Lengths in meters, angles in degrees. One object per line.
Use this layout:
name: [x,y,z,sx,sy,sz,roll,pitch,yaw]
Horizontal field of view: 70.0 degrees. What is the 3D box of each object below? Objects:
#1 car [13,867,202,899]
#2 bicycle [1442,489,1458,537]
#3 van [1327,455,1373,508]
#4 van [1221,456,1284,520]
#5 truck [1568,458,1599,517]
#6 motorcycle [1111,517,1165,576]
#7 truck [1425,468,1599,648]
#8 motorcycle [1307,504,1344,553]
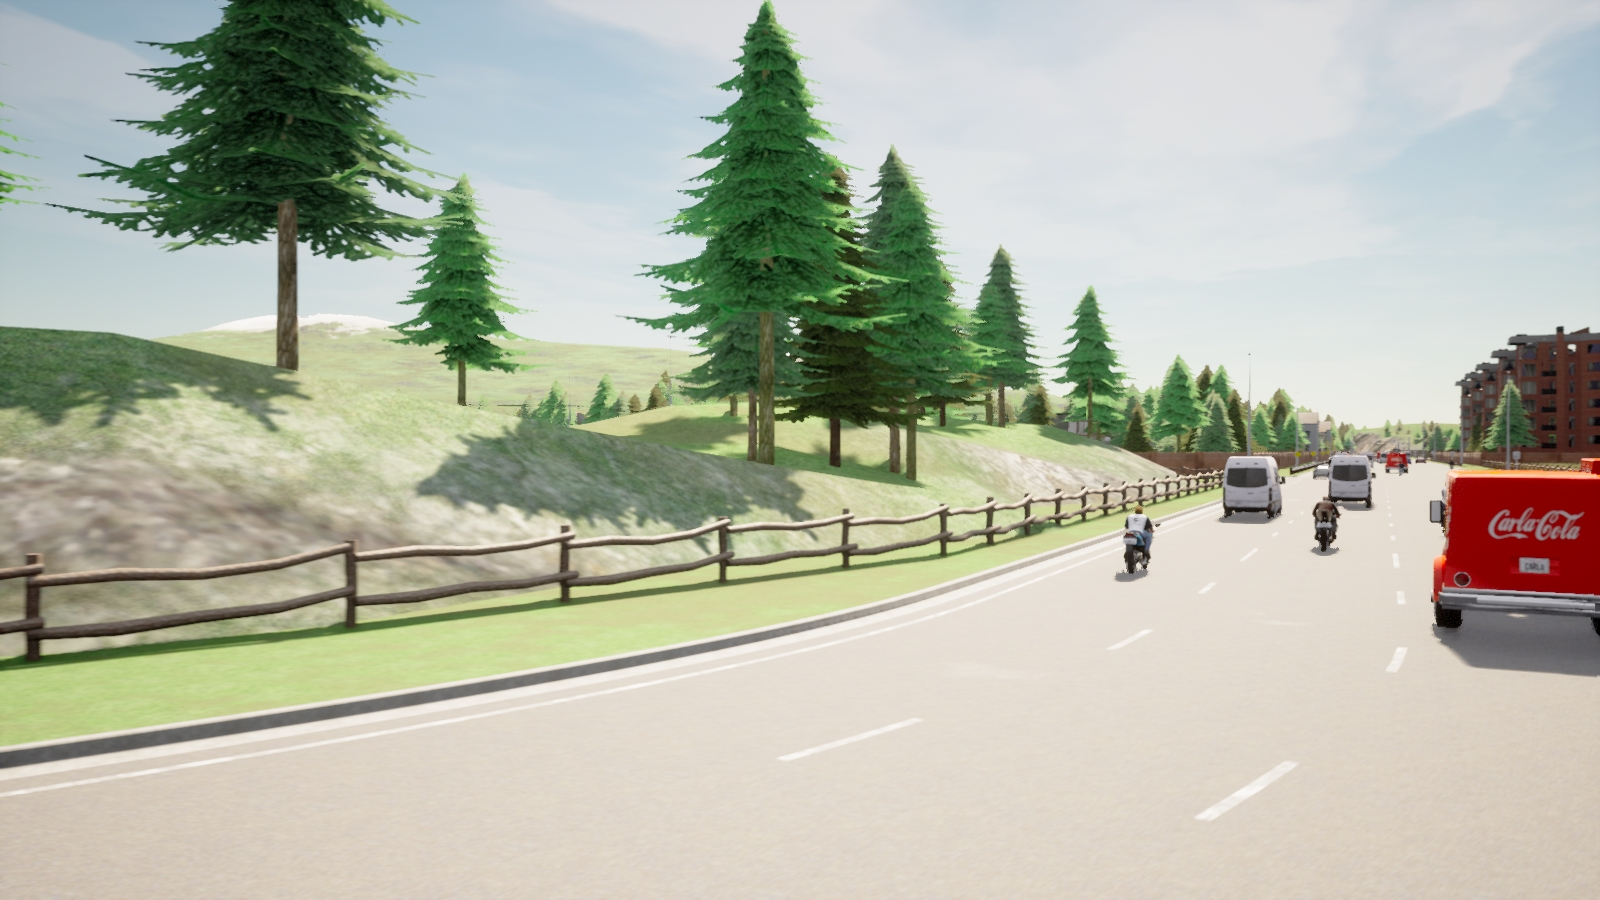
car: [-3.284,2.034,1.148,5.006,1.535,2.097,0,0,-36]
bicycle: [21.589,2.079,37.970,0.373,1.496,1.643,0,0,27]
van: [28.636,1.568,59.383,1.988,2.561,5.915,0,0,27]
van: [19.658,1.562,49.478,1.988,2.561,5.915,0,0,27]
truck: [35.997,1.603,50.682,2.627,2.467,5.204,0,0,27]
motorcycle: [7.809,2.200,26.328,0.803,1.199,2.033,-1,0,28]
truck: [11.864,1.578,18.851,2.627,2.467,5.204,0,0,28]
motorcycle: [15.099,2.224,32.793,0.867,1.251,2.209,0,0,27]
